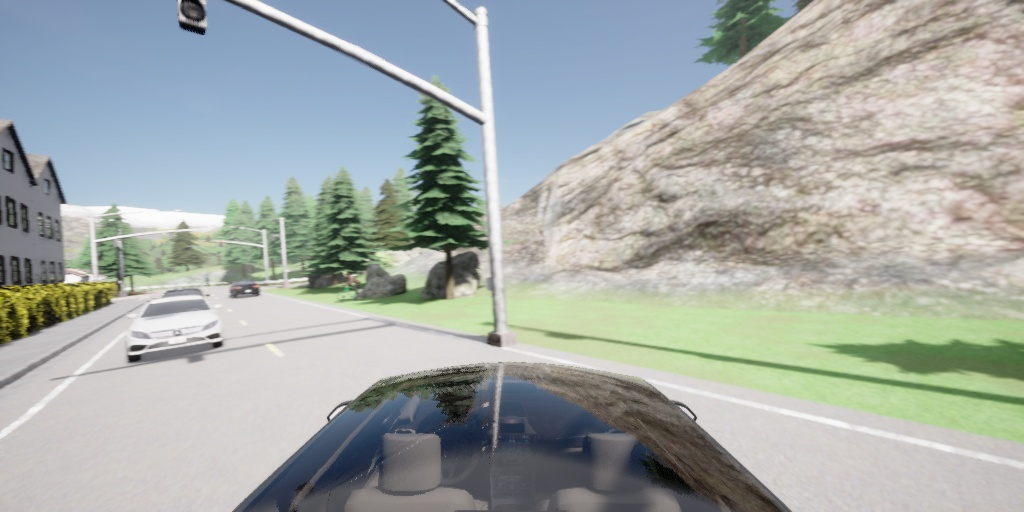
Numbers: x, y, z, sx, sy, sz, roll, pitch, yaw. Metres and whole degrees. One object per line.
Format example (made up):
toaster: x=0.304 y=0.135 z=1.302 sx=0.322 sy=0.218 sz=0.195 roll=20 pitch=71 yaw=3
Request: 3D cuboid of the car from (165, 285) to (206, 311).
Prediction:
car: x=-22.572 y=2.831 z=24.887 sx=1.895 sy=1.301 sz=4.718 roll=-4 pitch=0 yaw=-41

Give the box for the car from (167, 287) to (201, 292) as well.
car: x=-15.881 y=2.317 z=17.350 sx=1.812 sy=1.442 sz=4.674 roll=-4 pitch=0 yaw=-41

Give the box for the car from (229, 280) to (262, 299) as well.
car: x=-22.968 y=2.777 z=30.807 sx=1.812 sy=1.442 sz=4.674 roll=-4 pitch=0 yaw=-42

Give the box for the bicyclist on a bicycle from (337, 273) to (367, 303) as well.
bicyclist on a bicycle: x=-9.121 y=1.794 z=20.400 sx=1.656 sy=1.620 sz=0.582 roll=-4 pitch=0 yaw=-42

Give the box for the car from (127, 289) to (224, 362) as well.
car: x=-9.826 y=1.920 z=10.583 sx=1.812 sy=1.442 sz=4.674 roll=-4 pitch=0 yaw=-42
